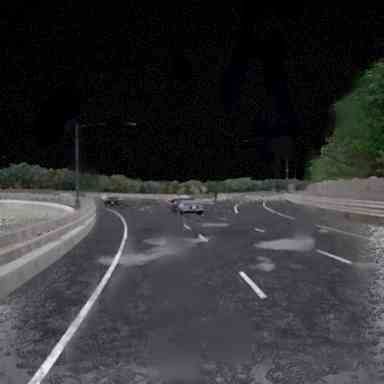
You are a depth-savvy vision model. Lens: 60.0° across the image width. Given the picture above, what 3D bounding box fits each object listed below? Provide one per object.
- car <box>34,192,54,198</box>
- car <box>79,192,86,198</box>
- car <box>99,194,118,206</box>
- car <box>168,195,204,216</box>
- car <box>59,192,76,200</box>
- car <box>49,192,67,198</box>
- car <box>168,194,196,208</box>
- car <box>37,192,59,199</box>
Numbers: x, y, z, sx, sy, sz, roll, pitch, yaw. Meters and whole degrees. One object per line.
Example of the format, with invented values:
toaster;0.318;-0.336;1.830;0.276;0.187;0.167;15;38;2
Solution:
car;-36.358;0.794;81.761;5.357;1.411;2.033;0;1;36
car;-26.539;0.886;77.751;4.892;1.490;1.837;0;1;42
car;-11.735;1.113;46.517;1.837;1.490;4.892;0;0;-28
car;-0.593;1.260;28.534;2.033;1.411;5.357;-1;1;-17
car;-28.870;0.959;75.150;4.674;1.442;1.812;0;1;42
car;-34.150;0.688;84.475;5.008;1.535;1.882;0;1;36
car;-1.295;1.071;40.667;1.882;1.535;5.008;0;1;-22
car;-32.104;1.012;73.387;5.357;1.411;2.033;0;1;42
